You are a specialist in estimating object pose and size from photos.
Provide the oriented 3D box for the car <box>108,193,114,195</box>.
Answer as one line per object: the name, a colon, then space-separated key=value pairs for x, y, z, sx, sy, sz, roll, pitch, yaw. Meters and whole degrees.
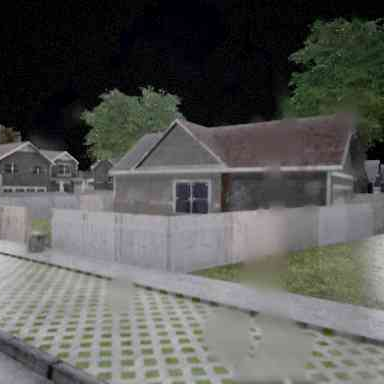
car: x=-9.572 y=0.900 z=40.985 sx=1.837 sy=1.490 sz=4.892 roll=1 pitch=1 yaw=34
